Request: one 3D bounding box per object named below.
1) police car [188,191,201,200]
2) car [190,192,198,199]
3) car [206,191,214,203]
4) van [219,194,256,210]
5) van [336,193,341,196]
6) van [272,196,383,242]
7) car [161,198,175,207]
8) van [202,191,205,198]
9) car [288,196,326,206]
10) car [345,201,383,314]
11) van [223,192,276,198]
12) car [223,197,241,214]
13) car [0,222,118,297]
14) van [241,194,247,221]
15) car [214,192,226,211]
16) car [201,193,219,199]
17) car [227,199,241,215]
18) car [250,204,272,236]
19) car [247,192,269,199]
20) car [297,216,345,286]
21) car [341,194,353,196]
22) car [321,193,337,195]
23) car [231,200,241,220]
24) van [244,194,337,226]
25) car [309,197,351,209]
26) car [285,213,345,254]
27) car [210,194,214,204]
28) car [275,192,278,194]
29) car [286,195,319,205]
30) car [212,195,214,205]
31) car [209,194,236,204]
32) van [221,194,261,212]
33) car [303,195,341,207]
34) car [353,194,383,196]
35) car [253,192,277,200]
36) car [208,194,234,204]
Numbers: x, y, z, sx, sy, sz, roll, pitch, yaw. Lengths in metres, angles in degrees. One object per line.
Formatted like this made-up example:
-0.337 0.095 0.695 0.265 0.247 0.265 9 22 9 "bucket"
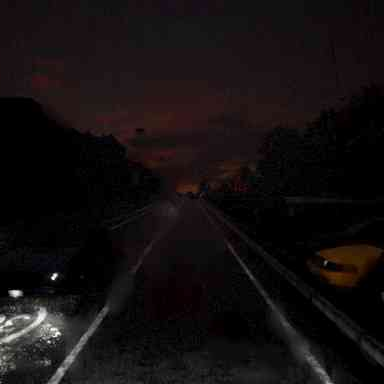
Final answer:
0.587 1.137 83.503 1.930 1.638 5.238 0 0 0 "police car"
0.541 1.018 93.383 2.097 1.767 4.553 0 0 0 "car"
5.399 1.118 52.657 5.566 2.045 2.435 0 0 0 "car"
5.611 1.212 41.445 4.442 1.987 1.878 0 0 0 "van"
18.721 1.243 36.482 4.442 1.987 1.878 0 0 0 "van"
5.781 1.282 13.405 4.442 1.987 1.878 0 0 0 "van"
-3.558 1.505 50.332 1.895 1.301 4.718 0 0 0 "car"
5.158 0.989 77.885 4.442 1.987 1.878 0 0 0 "van"
18.319 1.364 53.135 5.366 1.575 1.946 0 0 0 "car"
5.686 1.242 4.995 5.566 2.045 2.435 0 0 0 "car"
5.662 1.263 33.038 4.442 1.987 1.878 0 0 0 "van"
5.569 1.501 30.230 4.892 1.521 2.231 0 0 0 "car"
-3.388 1.557 9.036 2.033 1.411 5.357 0 0 0 "car"
5.730 1.291 21.817 4.442 1.987 1.878 0 0 0 "van"
5.501 1.221 35.837 5.566 2.045 2.435 0 0 0 "car"
5.169 1.130 94.699 4.892 1.521 2.231 0 0 0 "car"
5.577 1.550 27.427 4.674 1.452 2.002 0 0 0 "car"
5.642 1.513 16.207 5.008 1.535 2.097 0 0 0 "car"
18.241 0.888 92.150 5.566 2.045 2.435 0 0 0 "car"
5.513 1.495 7.797 5.366 1.575 1.946 0 0 0 "car"
18.650 1.235 33.705 5.566 2.045 2.435 0 0 0 "car"
18.600 1.184 42.032 5.566 2.045 2.435 0 0 0 "car"
5.626 1.546 24.620 4.792 1.488 2.163 0 0 0 "car"
5.514 1.291 19.014 4.442 1.987 1.878 0 0 0 "van"
18.526 1.448 44.809 4.792 1.488 2.163 0 0 0 "car"
5.684 1.543 10.601 4.674 1.452 2.002 0 0 0 "car"
5.441 1.426 49.856 4.674 1.452 2.002 0 0 0 "car"
18.307 0.945 81.133 5.566 2.045 2.435 0 0 0 "car"
18.493 1.351 55.912 4.892 1.521 2.231 0 0 0 "car"
5.471 1.422 44.249 4.892 1.521 2.231 0 0 0 "car"
5.362 1.209 58.264 4.553 1.767 2.185 0 0 0 "car"
5.628 1.229 38.642 4.442 1.987 1.878 0 0 0 "van"
18.569 1.276 47.585 4.553 1.767 2.185 0 0 0 "car"
18.610 1.247 30.928 5.566 2.045 2.435 0 0 0 "car"
18.290 0.928 83.795 5.566 2.045 2.435 0 0 0 "car"
5.345 1.192 61.067 4.553 1.767 2.185 0 0 0 "car"
